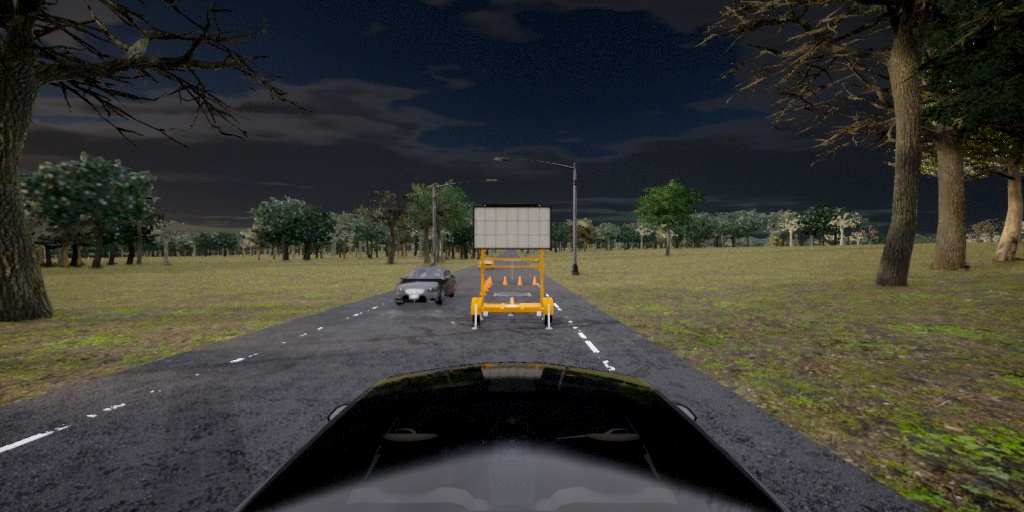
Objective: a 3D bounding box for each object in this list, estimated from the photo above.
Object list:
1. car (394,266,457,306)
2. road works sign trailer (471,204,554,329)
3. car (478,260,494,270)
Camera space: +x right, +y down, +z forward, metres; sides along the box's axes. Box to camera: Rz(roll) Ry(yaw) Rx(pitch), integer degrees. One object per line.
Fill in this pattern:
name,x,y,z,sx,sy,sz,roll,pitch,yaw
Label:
car,-3.583,1.215,15.578,2.128,1.511,4.902,0,0,0
road works sign trailer,0.011,0.202,11.139,2.380,3.560,2.880,0,0,0
car,-3.445,1.028,47.684,1.882,1.535,5.008,0,1,0
